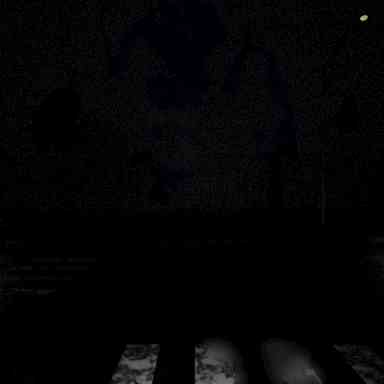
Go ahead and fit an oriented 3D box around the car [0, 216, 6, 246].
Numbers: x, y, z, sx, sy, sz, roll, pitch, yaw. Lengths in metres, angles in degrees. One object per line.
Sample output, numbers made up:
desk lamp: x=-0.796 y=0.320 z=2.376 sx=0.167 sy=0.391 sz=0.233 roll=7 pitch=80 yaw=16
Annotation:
car: x=-9.247 y=1.308 z=11.070 sx=5.566 sy=2.045 sz=2.150 roll=-1 pitch=0 yaw=1
